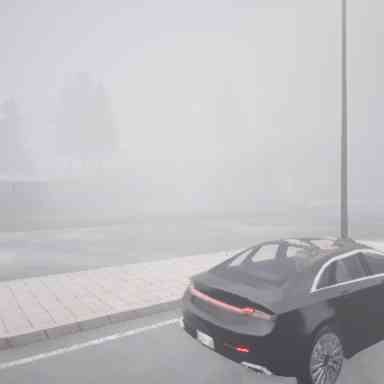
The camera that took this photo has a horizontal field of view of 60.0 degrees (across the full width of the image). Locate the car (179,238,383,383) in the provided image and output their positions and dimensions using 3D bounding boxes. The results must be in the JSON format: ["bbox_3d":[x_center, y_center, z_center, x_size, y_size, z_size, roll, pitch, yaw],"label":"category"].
[{"bbox_3d":[2.121,1.491,5.258,4.902,1.511,2.128,0,0,-35],"label":"car"}]
